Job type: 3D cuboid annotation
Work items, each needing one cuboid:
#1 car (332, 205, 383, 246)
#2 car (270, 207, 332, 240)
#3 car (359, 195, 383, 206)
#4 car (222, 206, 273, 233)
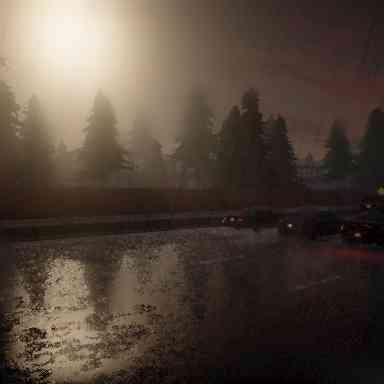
[{"bbox_3d":[8.327,1.485,14.108,5.008,1.535,1.882,0,0,-35],"label":"car"},{"bbox_3d":[6.294,1.572,16.957,4.181,1.385,1.994,0,0,-35],"label":"car"},{"bbox_3d":[16.498,1.258,28.534,5.566,2.045,2.150,0,0,-35],"label":"car"},{"bbox_3d":[4.262,1.563,19.806,5.357,1.411,2.033,0,0,-35],"label":"car"}]
